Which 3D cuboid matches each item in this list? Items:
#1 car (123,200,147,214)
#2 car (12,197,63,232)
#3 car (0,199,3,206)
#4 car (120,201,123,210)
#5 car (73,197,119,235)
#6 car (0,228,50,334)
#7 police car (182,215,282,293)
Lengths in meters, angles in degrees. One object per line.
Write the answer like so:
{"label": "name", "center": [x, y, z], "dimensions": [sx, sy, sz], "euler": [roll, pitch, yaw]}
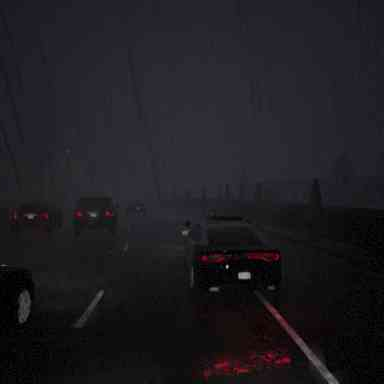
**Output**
{"label": "car", "center": [-6.093, 1.674, 36.098], "dimensions": [1.994, 1.385, 4.181], "euler": [0, 0, -16]}
{"label": "car", "center": [-9.381, 1.424, 20.525], "dimensions": [2.097, 1.767, 4.553], "euler": [0, 0, -12]}
{"label": "car", "center": [-33.836, 1.732, 56.847], "dimensions": [1.882, 1.535, 5.008], "euler": [0, 0, -15]}
{"label": "car", "center": [-8.789, 1.748, 45.759], "dimensions": [1.895, 1.301, 4.718], "euler": [0, 0, -16]}
{"label": "car", "center": [-5.549, 1.284, 19.600], "dimensions": [2.150, 2.045, 5.566], "euler": [0, 0, -11]}
{"label": "car", "center": [-3.648, 1.490, 3.857], "dimensions": [1.882, 1.535, 5.008], "euler": [0, 0, -2]}
{"label": "police car", "center": [0.800, 1.449, 9.121], "dimensions": [1.930, 1.638, 5.238], "euler": [0, 0, -5]}
